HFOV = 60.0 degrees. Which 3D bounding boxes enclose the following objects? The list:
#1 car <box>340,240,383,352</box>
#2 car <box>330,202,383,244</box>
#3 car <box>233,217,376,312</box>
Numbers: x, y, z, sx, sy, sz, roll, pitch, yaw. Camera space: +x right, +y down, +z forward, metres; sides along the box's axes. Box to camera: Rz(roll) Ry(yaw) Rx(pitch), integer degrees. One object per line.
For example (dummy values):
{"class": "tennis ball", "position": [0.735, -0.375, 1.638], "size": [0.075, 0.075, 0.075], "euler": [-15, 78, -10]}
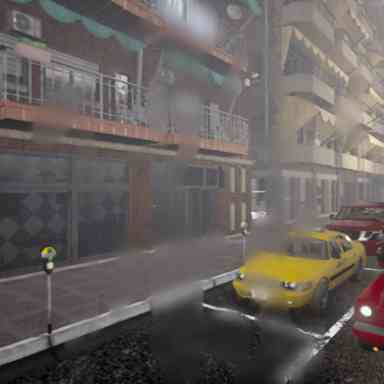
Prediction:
{"class": "car", "position": [4.144, 1.600, 5.415], "size": [1.895, 1.301, 4.718], "euler": [0, 0, 40]}
{"class": "car", "position": [6.409, 1.314, 12.190], "size": [2.192, 1.841, 5.009], "euler": [0, 0, 40]}
{"class": "car", "position": [2.760, 1.524, 7.817], "size": [1.752, 1.417, 4.829], "euler": [0, 0, 40]}
